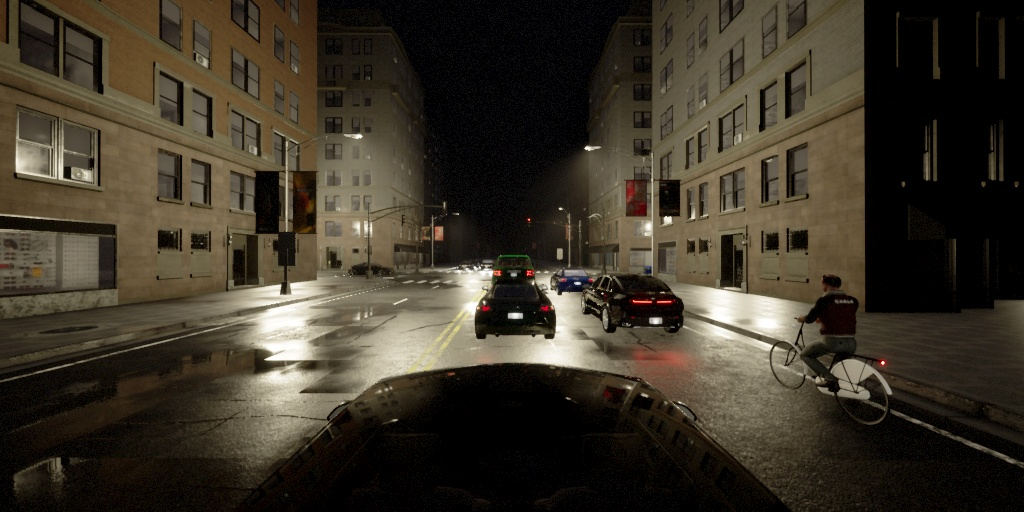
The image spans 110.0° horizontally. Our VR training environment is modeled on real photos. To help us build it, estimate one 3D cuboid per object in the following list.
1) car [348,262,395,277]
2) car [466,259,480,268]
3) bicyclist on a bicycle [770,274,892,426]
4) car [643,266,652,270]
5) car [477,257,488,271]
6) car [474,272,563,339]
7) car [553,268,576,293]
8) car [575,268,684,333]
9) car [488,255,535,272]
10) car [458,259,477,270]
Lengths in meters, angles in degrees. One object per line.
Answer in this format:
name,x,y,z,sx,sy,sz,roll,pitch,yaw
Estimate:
car,-13.678,1.307,35.007,4.181,1.385,1.994,0,0,-3
car,-6.641,1.275,61.301,1.837,1.490,4.892,0,0,0
bicyclist on a bicycle,4.140,1.121,4.851,0.659,1.776,1.843,0,0,0
car,16.364,1.291,37.628,5.008,1.535,1.882,0,0,0
car,-3.396,1.259,51.035,2.128,1.511,4.902,0,0,0
car,0.087,1.315,10.071,1.994,1.385,4.181,0,0,0
car,3.229,1.318,19.633,1.994,1.385,4.181,0,0,0
car,3.336,1.256,10.737,1.837,1.490,4.892,0,0,0
car,0.080,0.975,19.484,2.150,2.045,5.566,0,0,0
car,-6.644,1.294,52.291,1.812,1.442,4.674,0,0,0
